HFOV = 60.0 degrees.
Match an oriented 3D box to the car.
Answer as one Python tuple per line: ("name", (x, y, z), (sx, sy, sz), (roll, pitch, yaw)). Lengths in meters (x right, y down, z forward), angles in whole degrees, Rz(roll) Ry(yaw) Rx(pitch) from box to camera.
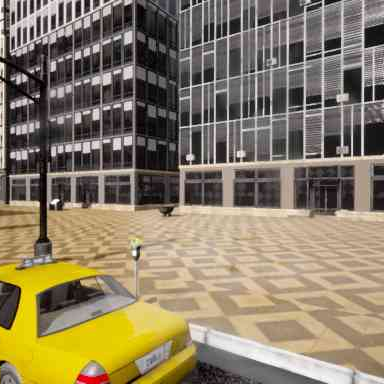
("car", (-2.228, 1.525, 4.479), (4.829, 1.417, 1.752), (0, 0, 36))
